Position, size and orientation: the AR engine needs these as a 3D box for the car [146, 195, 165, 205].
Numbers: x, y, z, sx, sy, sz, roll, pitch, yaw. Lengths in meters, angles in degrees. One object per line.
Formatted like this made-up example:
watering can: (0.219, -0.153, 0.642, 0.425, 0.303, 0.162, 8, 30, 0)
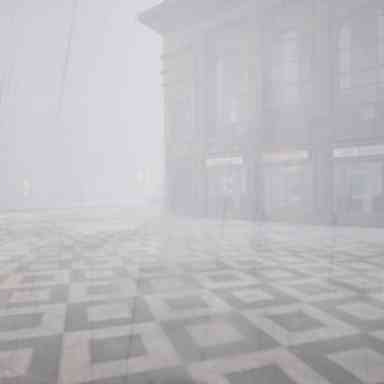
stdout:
car: (-4.779, 1.219, 50.195, 1.837, 1.490, 4.892, -1, 0, 36)
